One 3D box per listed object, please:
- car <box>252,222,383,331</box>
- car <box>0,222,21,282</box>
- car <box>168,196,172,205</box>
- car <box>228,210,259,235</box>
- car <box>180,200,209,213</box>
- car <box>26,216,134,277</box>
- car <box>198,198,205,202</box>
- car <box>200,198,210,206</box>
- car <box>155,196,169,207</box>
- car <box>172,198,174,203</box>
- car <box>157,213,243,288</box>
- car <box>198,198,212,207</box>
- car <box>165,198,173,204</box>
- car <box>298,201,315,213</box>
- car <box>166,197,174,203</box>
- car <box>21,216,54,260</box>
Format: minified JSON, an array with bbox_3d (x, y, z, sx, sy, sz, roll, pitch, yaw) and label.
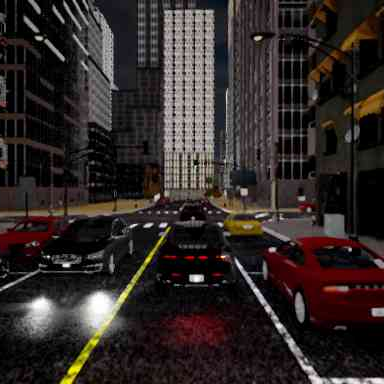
[{"bbox_3d":[2.677,1.594,6.977,1.887,1.381,4.507,-1,0,0],"label":"car"},{"bbox_3d":[-5.705,1.490,6.985,1.967,1.590,4.097,-1,0,0],"label":"car"},{"bbox_3d":[-5.753,1.795,67.105,2.192,1.841,5.009,-1,0,0],"label":"car"},{"bbox_3d":[2.668,1.654,18.194,1.752,1.417,4.829,-1,0,0],"label":"car"},{"bbox_3d":[0.078,1.658,25.466,1.882,1.535,5.008,0,0,0],"label":"car"},{"bbox_3d":[-3.083,1.582,10.611,1.837,1.490,4.892,0,-1,0],"label":"car"},{"bbox_3d":[2.607,2.264,94.905,1.802,1.307,4.206,-1,0,0],"label":"car"},{"bbox_3d":[2.628,2.006,67.278,1.752,1.417,4.829,-1,0,0],"label":"car"},{"bbox_3d":[-5.747,1.985,61.543,1.887,1.381,4.507,-1,0,0],"label":"car"},{"bbox_3d":[-5.758,1.836,72.664,2.192,1.841,5.009,-1,0,0],"label":"car"},{"bbox_3d":[0.092,1.573,9.408,1.837,1.490,4.892,0,0,0],"label":"car"},{"bbox_3d":[2.632,1.880,61.549,1.967,1.590,4.097,-1,0,0],"label":"car"},{"bbox_3d":[-5.765,2.125,83.611,1.752,1.417,4.829,-1,0,0],"label":"car"},{"bbox_3d":[14.222,1.522,37.159,4.507,1.381,1.887,-1,1,0],"label":"car"},{"bbox_3d":[-5.769,2.186,89.340,1.887,1.381,4.507,-1,0,0],"label":"car"},{"bbox_3d":[-5.708,1.634,12.508,1.887,1.381,4.507,-1,0,0],"label":"car"}]
